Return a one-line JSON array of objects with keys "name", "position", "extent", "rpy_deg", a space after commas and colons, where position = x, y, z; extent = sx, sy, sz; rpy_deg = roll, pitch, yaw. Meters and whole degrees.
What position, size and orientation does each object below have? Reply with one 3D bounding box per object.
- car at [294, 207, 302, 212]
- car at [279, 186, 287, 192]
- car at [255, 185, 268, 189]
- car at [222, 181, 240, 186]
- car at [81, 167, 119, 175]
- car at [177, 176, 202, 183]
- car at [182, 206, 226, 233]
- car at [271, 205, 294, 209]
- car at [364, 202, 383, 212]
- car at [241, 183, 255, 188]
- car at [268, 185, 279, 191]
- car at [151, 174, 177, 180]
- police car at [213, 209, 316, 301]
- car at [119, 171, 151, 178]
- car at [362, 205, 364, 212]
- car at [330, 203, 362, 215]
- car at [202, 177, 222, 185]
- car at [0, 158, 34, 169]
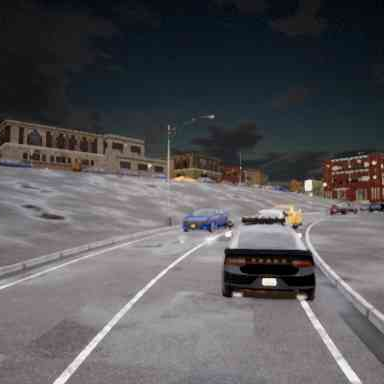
[{"name": "car", "position": [6.434, 1.653, 23.045], "extent": [1.882, 1.535, 5.008], "rpy_deg": [-2, -1, 25]}, {"name": "car", "position": [21.738, -0.463, 83.483], "extent": [2.435, 2.045, 5.566], "rpy_deg": [-3, -6, 40]}, {"name": "car", "position": [14.360, -0.880, 75.003], "extent": [2.231, 1.521, 4.892], "rpy_deg": [-4, -6, 43]}, {"name": "car", "position": [6.839, -1.420, 67.076], "extent": [4.792, 1.488, 2.163], "rpy_deg": [4, -6, -45]}, {"name": "car", "position": [-13.744, -2.758, 48.353], "extent": [4.892, 1.521, 2.231], "rpy_deg": [3, -5, -40]}, {"name": "car", "position": [-1.227, -2.009, 59.253], "extent": [5.008, 1.535, 2.097], "rpy_deg": [4, -6, -42]}, {"name": "car", "position": [0.993, 1.723, 21.507], "extent": [1.882, 1.535, 5.008], "rpy_deg": [-2, -2, 22]}, {"name": "car", "position": [4.257, 1.633, 17.747], "extent": [1.812, 1.442, 4.674], "rpy_deg": [-1, -1, 19]}, {"name": "car", "position": [27.917, 2.233, 49.009], "extent": [4.902, 1.511, 2.128], "rpy_deg": [2, -4, -39]}, {"name": "car", "position": [10.676, -1.127, 71.033], "extent": [2.002, 1.452, 4.674], "rpy_deg": [-4, -6, 44]}, {"name": "car", "position": [18.096, -0.685, 79.220], "extent": [2.185, 1.767, 4.553], "rpy_deg": [-4, -6, 41]}, {"name": "car", "position": [-5.331, -2.234, 55.526], "extent": [4.674, 1.452, 2.002], "rpy_deg": [4, -5, -41]}, {"name": "police car", "position": [1.855, 1.453, 8.623], "extent": [1.930, 1.638, 5.238], "rpy_deg": [-1, 0, 10]}, {"name": "car", "position": [-9.515, -2.528, 51.893], "extent": [4.892, 1.521, 2.231], "rpy_deg": [3, -5, -40]}, {"name": "car", "position": [29.445, 2.540, 54.786], "extent": [4.902, 1.511, 2.128], "rpy_deg": [2, -4, -38]}, {"name": "car", "position": [18.842, 2.057, 41.349], "extent": [4.674, 1.442, 1.812], "rpy_deg": [1, -4, -40]}, {"name": "car", "position": [2.779, -1.863, 63.056], "extent": [4.553, 1.767, 2.185], "rpy_deg": [4, -6, -43]}, {"name": "car", "position": [-22.138, -3.313, 41.356], "extent": [4.553, 1.767, 2.185], "rpy_deg": [3, -5, -40]}]
